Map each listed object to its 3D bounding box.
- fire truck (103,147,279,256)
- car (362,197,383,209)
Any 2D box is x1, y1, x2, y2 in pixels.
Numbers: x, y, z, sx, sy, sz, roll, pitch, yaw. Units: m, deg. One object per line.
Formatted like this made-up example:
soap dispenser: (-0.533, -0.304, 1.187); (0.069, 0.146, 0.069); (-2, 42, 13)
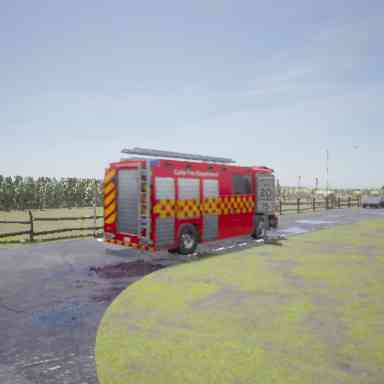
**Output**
fire truck: (0.505, 0.331, 14.428); (2.891, 3.827, 8.468); (1, 1, 42)
car: (24.161, 1.413, 43.913); (2.033, 1.411, 5.357); (1, 1, 44)
